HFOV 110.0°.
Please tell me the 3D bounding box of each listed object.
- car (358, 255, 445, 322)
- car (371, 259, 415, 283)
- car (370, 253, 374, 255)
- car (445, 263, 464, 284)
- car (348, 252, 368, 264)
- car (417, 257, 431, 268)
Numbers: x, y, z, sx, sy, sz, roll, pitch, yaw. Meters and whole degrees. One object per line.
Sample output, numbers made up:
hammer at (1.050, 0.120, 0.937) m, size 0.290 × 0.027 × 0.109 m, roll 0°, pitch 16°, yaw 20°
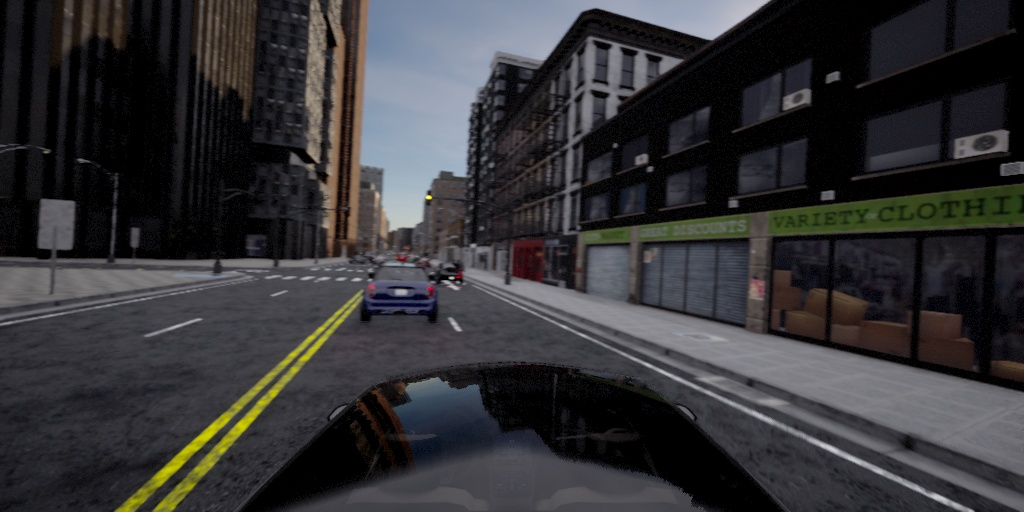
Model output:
car at (-3.636, 0.994, 11.822) m, size 2.097 × 1.767 × 4.553 m, roll 3°, pitch -1°, yaw -17°
car at (-8.782, 1.043, 26.057) m, size 2.033 × 1.411 × 5.357 m, roll 3°, pitch -1°, yaw -29°
car at (-20.412, 0.680, 55.385) m, size 1.812 × 1.442 × 4.674 m, roll 3°, pitch 0°, yaw -16°
car at (-4.749, 1.212, 26.558) m, size 1.837 × 1.490 × 4.892 m, roll 3°, pitch 0°, yaw -17°
car at (-23.524, 0.550, 54.452) m, size 1.994 × 1.385 × 4.181 m, roll 3°, pitch 0°, yaw -16°
car at (-14.031, 1.021, 57.204) m, size 1.812 × 1.442 × 4.674 m, roll 3°, pitch -1°, yaw -17°
